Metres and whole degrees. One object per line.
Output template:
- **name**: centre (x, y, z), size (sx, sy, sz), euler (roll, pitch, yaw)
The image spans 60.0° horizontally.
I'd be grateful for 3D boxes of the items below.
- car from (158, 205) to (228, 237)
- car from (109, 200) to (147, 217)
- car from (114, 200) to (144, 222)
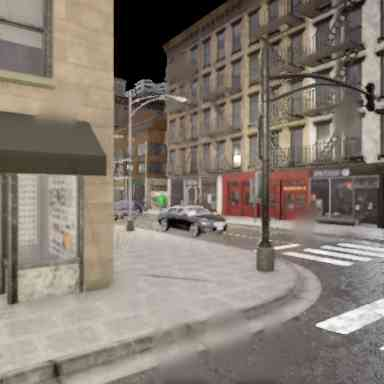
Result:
- **car**: centre (-0.047, 1.496, 18.211), size (2.128, 1.511, 4.902), euler (0, 0, -36)
- **car**: centre (-6.275, 1.503, 31.958), size (1.812, 1.442, 4.674), euler (0, 0, -35)
- **car**: centre (-6.166, 1.534, 26.734), size (2.033, 1.411, 5.357), euler (0, 0, -36)
